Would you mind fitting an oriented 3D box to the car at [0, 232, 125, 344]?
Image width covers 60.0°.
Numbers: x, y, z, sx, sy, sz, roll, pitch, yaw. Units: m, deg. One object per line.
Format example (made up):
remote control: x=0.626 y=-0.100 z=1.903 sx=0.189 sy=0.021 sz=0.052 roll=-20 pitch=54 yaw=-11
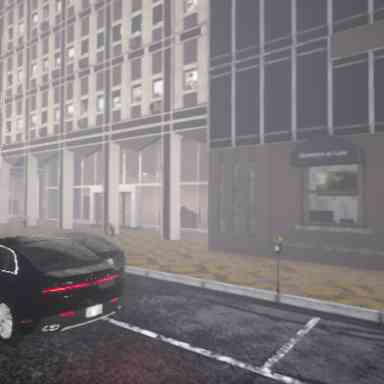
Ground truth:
car: x=-3.448 y=1.649 z=6.731 sx=4.892 sy=1.490 sz=1.837 roll=-1 pitch=-2 yaw=38
